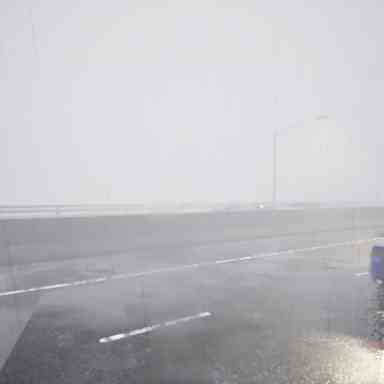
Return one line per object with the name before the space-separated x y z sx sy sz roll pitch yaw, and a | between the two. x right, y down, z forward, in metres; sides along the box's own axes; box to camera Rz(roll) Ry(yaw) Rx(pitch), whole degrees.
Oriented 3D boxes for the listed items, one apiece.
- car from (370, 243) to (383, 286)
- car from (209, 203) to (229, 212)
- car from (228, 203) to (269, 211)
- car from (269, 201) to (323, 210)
car | 6.424 1.557 8.289 5.008 1.535 1.882 0 0 -35
car | 3.621 1.743 32.201 4.181 1.385 1.994 1 0 -35
car | 5.655 1.743 29.353 4.181 1.385 1.994 1 0 -35
car | 8.865 1.543 27.322 4.553 1.767 2.097 1 0 -35
